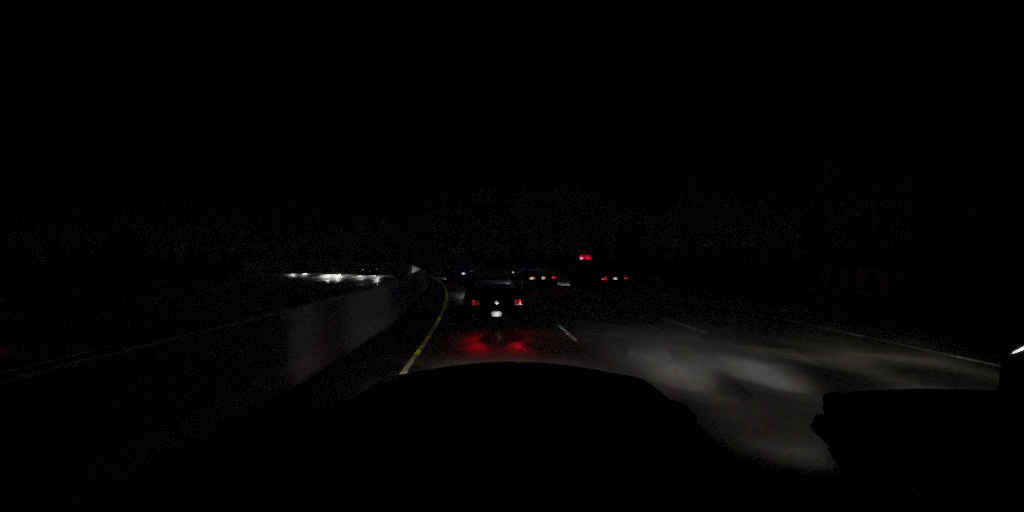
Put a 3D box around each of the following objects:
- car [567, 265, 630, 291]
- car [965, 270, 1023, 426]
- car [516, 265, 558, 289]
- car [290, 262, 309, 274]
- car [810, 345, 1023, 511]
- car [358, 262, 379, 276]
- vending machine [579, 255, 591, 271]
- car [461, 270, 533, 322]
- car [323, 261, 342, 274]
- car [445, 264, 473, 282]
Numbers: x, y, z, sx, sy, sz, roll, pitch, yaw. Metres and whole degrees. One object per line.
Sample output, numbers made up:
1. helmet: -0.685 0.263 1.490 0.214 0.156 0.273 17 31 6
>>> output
1. car: 4.974 1.245 21.408 2.033 1.411 5.357 0 0 -11
2. car: 6.924 1.070 2.378 2.097 1.767 4.553 0 0 0
3. car: 1.213 1.266 22.373 2.033 1.411 5.357 0 0 -12
4. car: -27.467 1.532 46.325 1.994 1.385 4.181 -1 0 -33
5. car: 3.480 1.338 0.889 1.895 1.301 4.718 0 0 0
6. car: -15.707 1.368 39.316 1.812 1.442 4.674 0 0 -25
7. vending machine: 8.079 0.856 39.621 1.100 2.100 0.880 0 0 -20
8. car: -0.670 1.339 12.287 1.895 1.301 4.718 0 0 -6
9. car: -22.046 1.398 44.052 2.128 1.511 4.902 0 0 -29
10. car: -4.294 1.314 29.385 1.994 1.385 4.181 0 0 -17
